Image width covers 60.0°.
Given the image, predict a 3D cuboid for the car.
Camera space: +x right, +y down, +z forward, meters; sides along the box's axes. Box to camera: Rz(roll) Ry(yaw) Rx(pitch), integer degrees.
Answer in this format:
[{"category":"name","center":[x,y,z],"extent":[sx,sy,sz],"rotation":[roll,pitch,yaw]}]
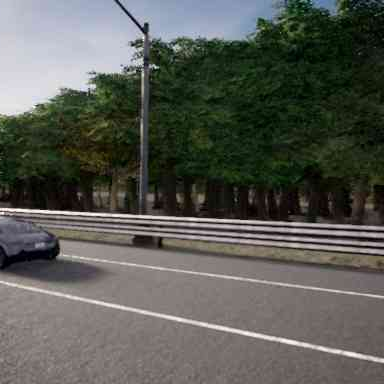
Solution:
[{"category":"car","center":[-6.515,1.627,11.388],"extent":[4.181,1.385,1.994],"rotation":[0,-1,29]}]
